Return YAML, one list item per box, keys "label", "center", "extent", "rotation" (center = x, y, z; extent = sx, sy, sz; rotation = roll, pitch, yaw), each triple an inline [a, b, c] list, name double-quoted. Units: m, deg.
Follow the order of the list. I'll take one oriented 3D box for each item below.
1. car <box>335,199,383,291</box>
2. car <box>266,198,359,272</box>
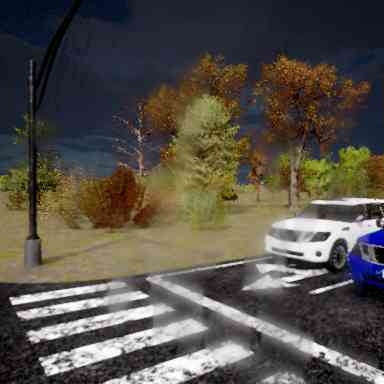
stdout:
- label: "car"
  center: [6.044, 1.245, 7.979]
  extent: [5.566, 2.045, 2.150]
  rotation: [0, 0, -36]
- label: "car"
  center: [4.968, 1.249, 11.202]
  extent: [5.566, 2.045, 2.150]
  rotation: [0, 0, -35]
